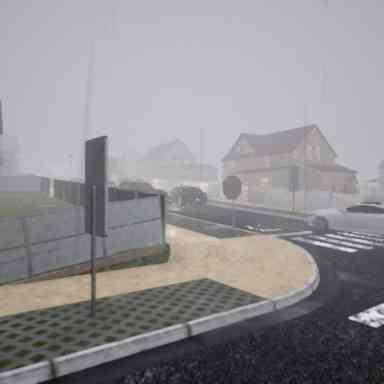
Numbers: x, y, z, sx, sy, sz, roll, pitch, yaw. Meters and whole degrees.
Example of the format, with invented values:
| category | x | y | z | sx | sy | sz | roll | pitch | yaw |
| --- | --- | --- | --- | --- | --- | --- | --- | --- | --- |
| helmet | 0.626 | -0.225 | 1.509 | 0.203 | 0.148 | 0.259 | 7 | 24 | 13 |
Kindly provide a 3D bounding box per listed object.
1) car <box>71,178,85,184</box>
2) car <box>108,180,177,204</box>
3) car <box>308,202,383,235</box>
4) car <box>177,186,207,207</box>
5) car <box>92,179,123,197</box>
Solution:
| category | x | y | z | sx | sy | sz | roll | pitch | yaw |
| --- | --- | --- | --- | --- | --- | --- | --- | --- | --- |
| car | -16.671 | -1.375 | 48.470 | 2.033 | 1.411 | 5.357 | 0 | 3 | -28 |
| car | -3.642 | 0.002 | 24.916 | 4.553 | 1.767 | 2.097 | 4 | 2 | -1 |
| car | 7.417 | 1.138 | 14.268 | 4.674 | 1.442 | 1.812 | 4 | 4 | 42 |
| car | -0.564 | 0.234 | 25.700 | 1.882 | 1.535 | 5.008 | 1 | 3 | -23 |
| car | -8.788 | -0.458 | 34.357 | 1.837 | 1.490 | 4.892 | 0 | 3 | -30 |
